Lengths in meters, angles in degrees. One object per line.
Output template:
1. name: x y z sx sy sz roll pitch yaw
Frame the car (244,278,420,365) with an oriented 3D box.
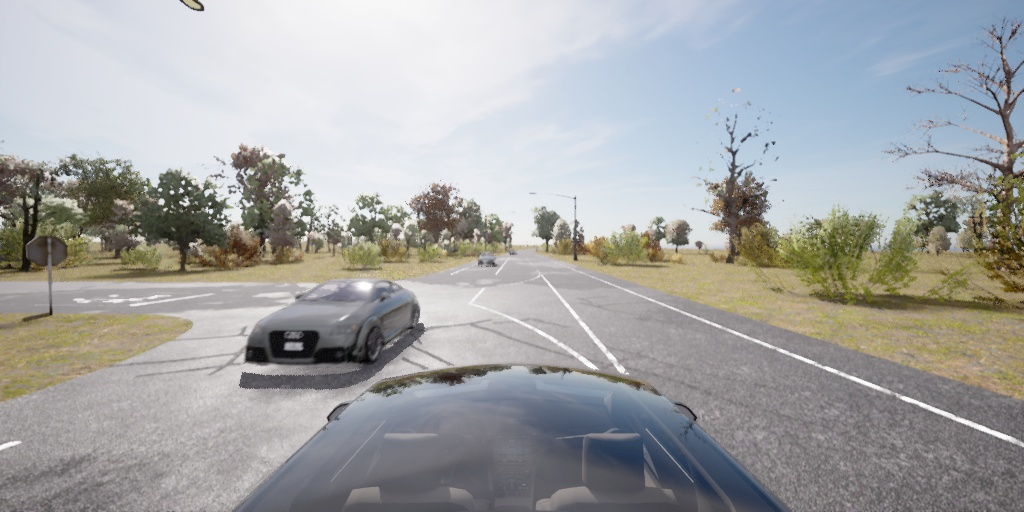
1. car: -3.389 1.181 7.606 1.994 1.385 4.181 0 1 1

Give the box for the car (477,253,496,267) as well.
1. car: -2.821 0.389 40.838 2.128 1.511 4.902 0 1 1
